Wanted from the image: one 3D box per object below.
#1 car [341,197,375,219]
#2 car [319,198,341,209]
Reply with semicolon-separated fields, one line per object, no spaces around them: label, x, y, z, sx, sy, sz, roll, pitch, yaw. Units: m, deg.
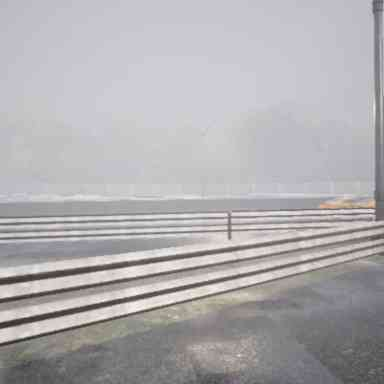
car;13.491;1.157;23.369;5.008;1.535;1.882;-1;0;-10
car;12.792;1.157;26.799;5.008;1.535;1.882;-1;0;-10
